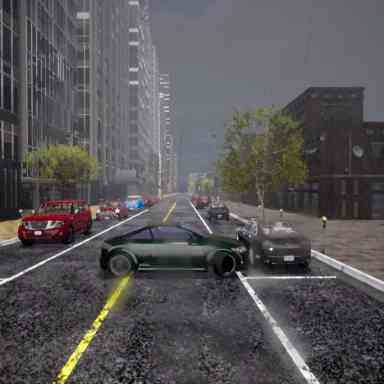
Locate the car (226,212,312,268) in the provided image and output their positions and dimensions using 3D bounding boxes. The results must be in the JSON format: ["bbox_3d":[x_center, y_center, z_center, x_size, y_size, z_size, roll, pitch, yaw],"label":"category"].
[{"bbox_3d":[2.550,1.548,11.137,2.008,1.369,4.403,-1,0,-1],"label":"car"}]

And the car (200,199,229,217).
[{"bbox_3d":[2.016,1.543,26.996,2.008,1.369,4.403,-1,0,-1],"label":"car"}]

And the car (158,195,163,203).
[{"bbox_3d":[-7.410,1.522,66.251,1.887,1.381,4.507,-1,0,-1],"label":"car"}]

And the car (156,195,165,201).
[{"bbox_3d":[-7.842,1.496,82.679,1.752,1.417,4.829,-1,0,-1],"label":"car"}]

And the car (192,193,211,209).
[{"bbox_3d":[1.545,1.301,44.329,2.192,1.841,5.009,-1,0,-1],"label":"car"}]

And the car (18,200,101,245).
[{"bbox_3d":[-6.189,1.310,15.725,2.192,1.841,5.009,-1,0,-1],"label":"car"}]

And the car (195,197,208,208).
[{"bbox_3d":[1.399,1.509,50.032,1.752,1.417,4.829,-1,0,-1],"label":"car"}]

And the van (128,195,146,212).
[{"bbox_3d":[-6.687,1.329,38.586,1.690,1.788,3.998,-1,0,-1],"label":"van"}]

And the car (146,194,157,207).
[{"bbox_3d":[-6.977,1.298,49.652,2.192,1.841,5.009,-1,0,-1],"label":"car"}]

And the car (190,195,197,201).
[{"bbox_3d":[0.386,1.551,88.590,1.802,1.307,4.206,-1,0,-1],"label":"car"}]

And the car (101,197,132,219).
[{"bbox_3d":[-6.387,1.432,26.793,1.967,1.590,4.097,-1,0,-1],"label":"car"}]

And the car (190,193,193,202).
[{"bbox_3d":[0.818,1.290,71.993,2.192,1.841,5.009,-1,0,-1],"label":"car"}]

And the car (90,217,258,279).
[{"bbox_3d":[-0.467,1.556,9.537,4.181,1.385,1.994,0,0,-1],"label":"car"}]
